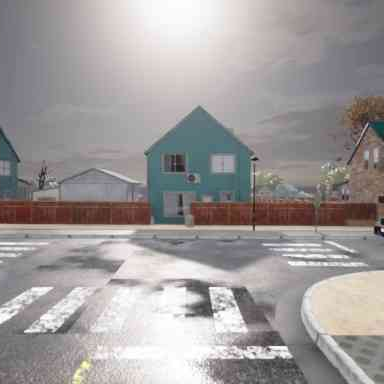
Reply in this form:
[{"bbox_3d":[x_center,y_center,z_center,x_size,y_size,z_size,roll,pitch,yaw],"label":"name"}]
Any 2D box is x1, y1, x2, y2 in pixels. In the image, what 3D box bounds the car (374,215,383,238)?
[{"bbox_3d":[10.866,1.292,14.148,5.566,2.045,2.150,1,1,-1],"label":"car"}]
